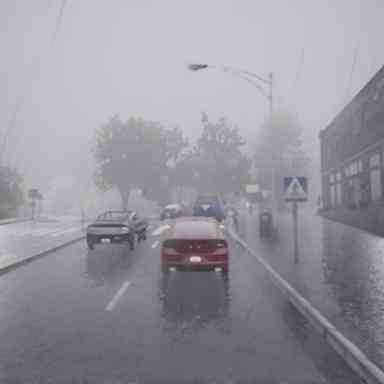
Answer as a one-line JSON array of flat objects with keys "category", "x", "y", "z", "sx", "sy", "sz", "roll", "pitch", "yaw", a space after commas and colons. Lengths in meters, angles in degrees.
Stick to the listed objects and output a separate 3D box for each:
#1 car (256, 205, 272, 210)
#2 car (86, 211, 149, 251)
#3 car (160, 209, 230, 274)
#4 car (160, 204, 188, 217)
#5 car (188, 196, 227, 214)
[{"category": "car", "x": 18.973, "y": 4.163, "z": 85.864, "sx": 4.892, "sy": 1.490, "sz": 1.837, "roll": -3, "pitch": -6, "yaw": 37}, {"category": "car", "x": -3.098, "y": 1.574, "z": 14.603, "sx": 2.128, "sy": 1.511, "sz": 4.902, "roll": 0, "pitch": 0, "yaw": 1}, {"category": "car", "x": 0.089, "y": 1.545, "z": 10.893, "sx": 1.882, "sy": 1.535, "sz": 5.008, "roll": 0, "pitch": 0, "yaw": 0}, {"category": "car", "x": -1.321, "y": 1.734, "z": 28.647, "sx": 1.812, "sy": 1.442, "sz": 4.674, "roll": -1, "pitch": -2, "yaw": 14}, {"category": "car", "x": 1.536, "y": 1.343, "z": 26.898, "sx": 2.150, "sy": 2.045, "sz": 5.566, "roll": -1, "pitch": -1, "yaw": 12}]
